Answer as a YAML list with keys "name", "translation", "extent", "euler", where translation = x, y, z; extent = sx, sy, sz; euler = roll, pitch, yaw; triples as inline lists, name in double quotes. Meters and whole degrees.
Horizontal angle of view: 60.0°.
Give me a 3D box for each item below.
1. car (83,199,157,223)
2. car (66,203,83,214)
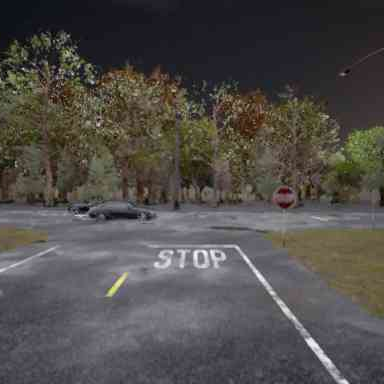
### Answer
- name: "car"
  translation: [-4.736, 1.335, 22.895]
  extent: [4.674, 1.442, 1.812]
  euler: [0, 1, 0]
- name: "car"
  translation: [-8.723, 1.314, 29.920]
  extent: [4.718, 1.301, 1.895]
  euler: [0, 1, 0]
